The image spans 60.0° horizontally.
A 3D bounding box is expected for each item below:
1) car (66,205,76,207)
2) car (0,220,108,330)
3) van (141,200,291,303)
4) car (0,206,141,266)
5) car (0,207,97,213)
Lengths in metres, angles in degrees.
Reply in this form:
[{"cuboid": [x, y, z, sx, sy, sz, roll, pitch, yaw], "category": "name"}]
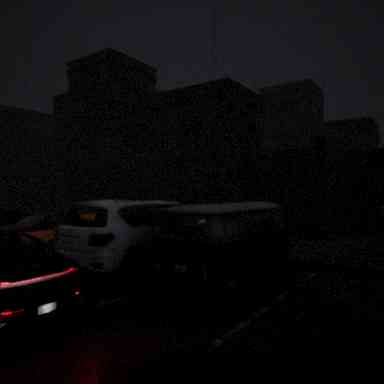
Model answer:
[{"cuboid": [-8.003, 1.525, 14.692, 2.163, 1.488, 4.792, 0, 0, 35], "category": "car"}, {"cuboid": [-4.102, 1.495, 6.301, 4.902, 1.511, 2.128, 0, 0, 35], "category": "car"}, {"cuboid": [1.028, 1.256, 8.362, 1.878, 1.987, 4.442, 0, 0, 35], "category": "van"}, {"cuboid": [-3.526, 1.486, 11.472, 2.097, 1.535, 5.008, 0, 0, 35], "category": "car"}, {"cuboid": [-5.774, 1.530, 13.071, 2.002, 1.452, 4.674, 0, 0, 35], "category": "car"}]
